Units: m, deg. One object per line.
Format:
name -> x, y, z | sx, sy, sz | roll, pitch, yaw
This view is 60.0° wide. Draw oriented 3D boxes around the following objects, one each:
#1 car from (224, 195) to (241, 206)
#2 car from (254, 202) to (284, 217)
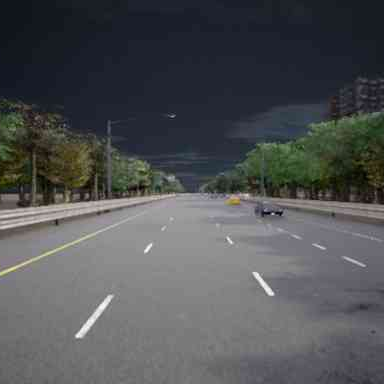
car -> 7.095, 1.543, 56.770 | 1.882, 1.535, 5.008 | 0, 0, 0
car -> 7.012, 1.622, 30.995 | 1.895, 1.301, 4.718 | 0, 0, 0
